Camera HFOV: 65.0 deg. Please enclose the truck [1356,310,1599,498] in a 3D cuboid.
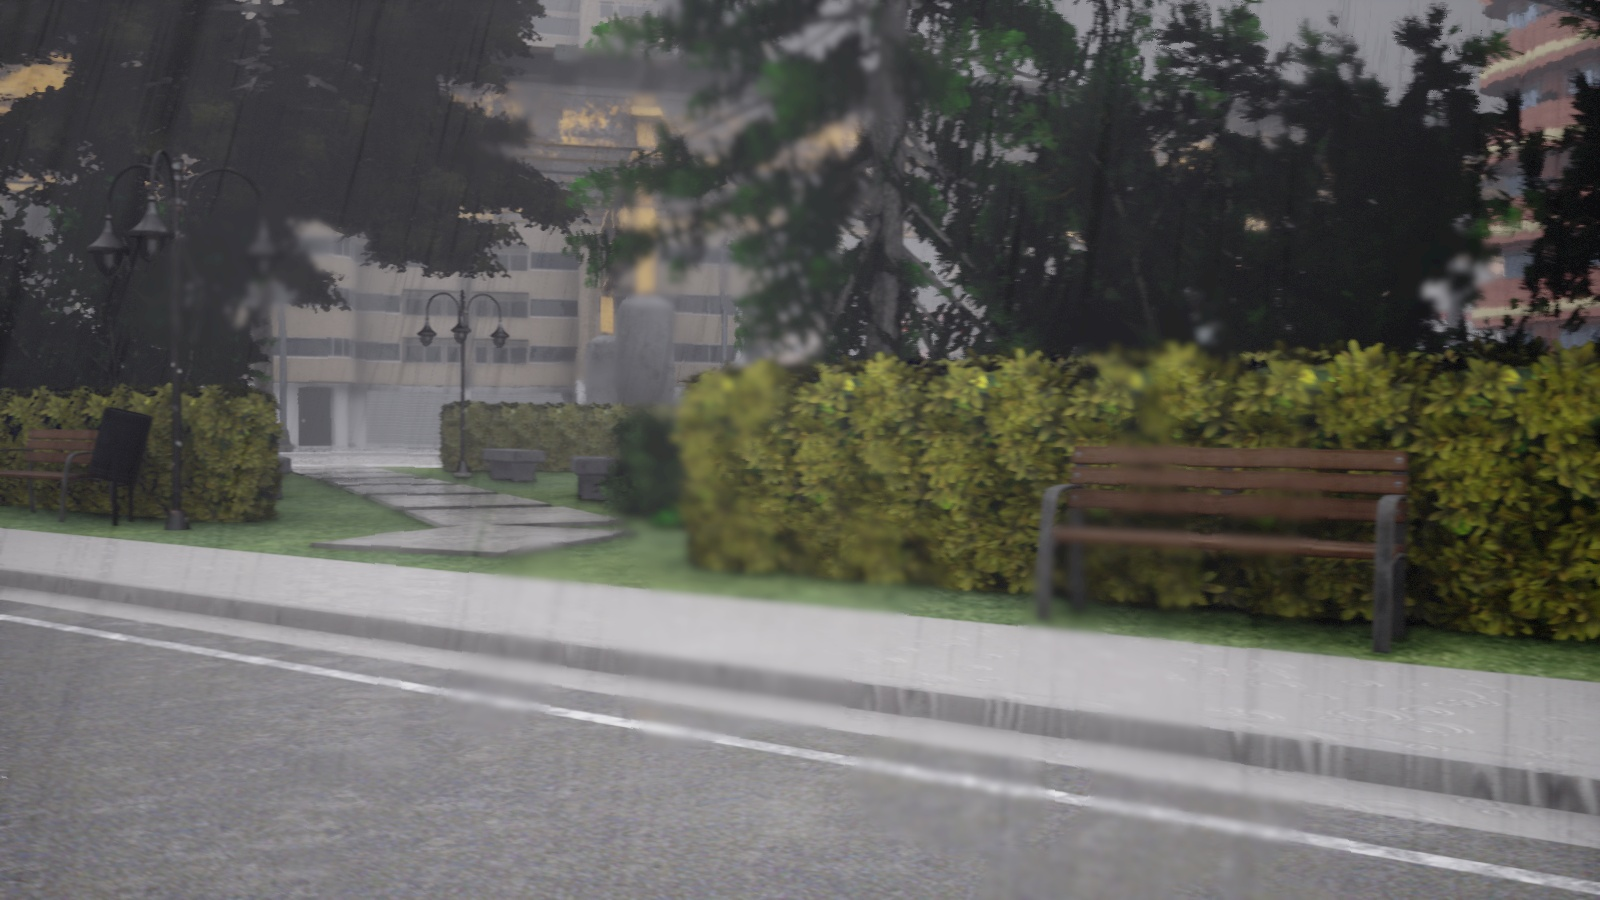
[{"bbox_3d":[15.487,-0.908,26.288,2.891,3.462,7.936,-1,1,-12],"label":"truck"}]
